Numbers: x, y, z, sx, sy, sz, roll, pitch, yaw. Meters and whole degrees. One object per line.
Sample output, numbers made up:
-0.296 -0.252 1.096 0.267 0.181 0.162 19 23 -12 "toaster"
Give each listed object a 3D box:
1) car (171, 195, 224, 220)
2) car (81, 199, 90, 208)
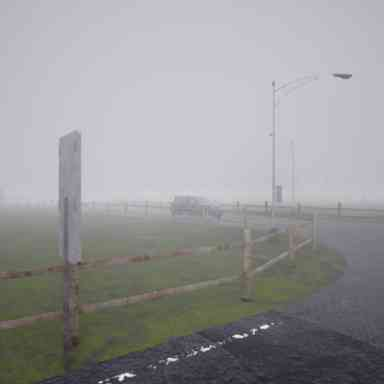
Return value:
0.356 1.332 29.715 2.150 2.045 5.566 0 0 -40 "car"
-17.664 1.776 51.575 2.033 1.411 5.357 0 0 -39 "car"
